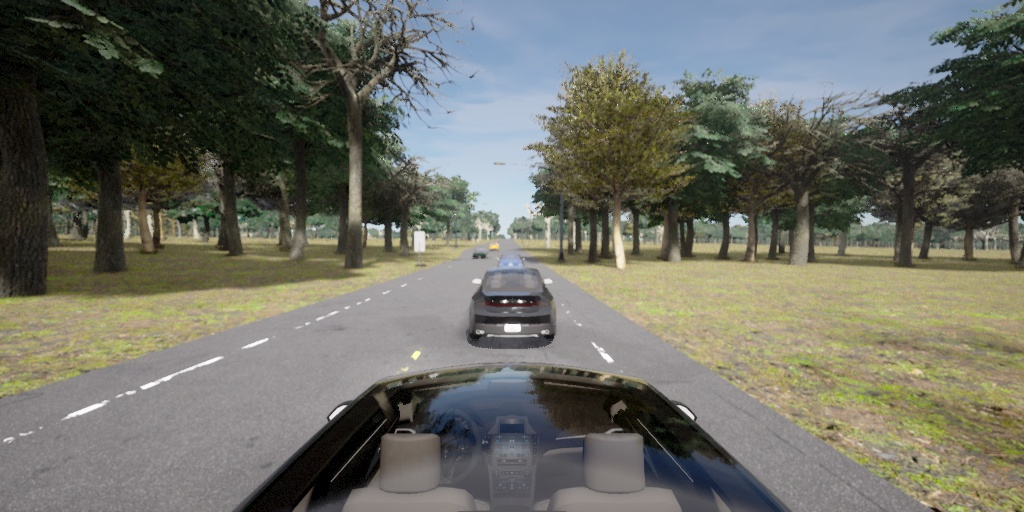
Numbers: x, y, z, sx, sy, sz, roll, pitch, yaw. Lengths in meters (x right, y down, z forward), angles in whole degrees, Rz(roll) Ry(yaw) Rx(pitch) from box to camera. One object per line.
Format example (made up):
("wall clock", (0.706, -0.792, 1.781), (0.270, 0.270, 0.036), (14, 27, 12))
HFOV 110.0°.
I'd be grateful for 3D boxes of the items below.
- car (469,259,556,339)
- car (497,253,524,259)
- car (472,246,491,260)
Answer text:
("car", (0.013, 1.010, 9.150), (1.837, 1.490, 4.892), (0, 2, 0))
("car", (-0.085, 0.479, 25.337), (2.033, 1.411, 5.357), (0, 2, 0))
("car", (-4.011, -0.281, 45.435), (1.895, 1.301, 4.718), (0, 2, -2))
